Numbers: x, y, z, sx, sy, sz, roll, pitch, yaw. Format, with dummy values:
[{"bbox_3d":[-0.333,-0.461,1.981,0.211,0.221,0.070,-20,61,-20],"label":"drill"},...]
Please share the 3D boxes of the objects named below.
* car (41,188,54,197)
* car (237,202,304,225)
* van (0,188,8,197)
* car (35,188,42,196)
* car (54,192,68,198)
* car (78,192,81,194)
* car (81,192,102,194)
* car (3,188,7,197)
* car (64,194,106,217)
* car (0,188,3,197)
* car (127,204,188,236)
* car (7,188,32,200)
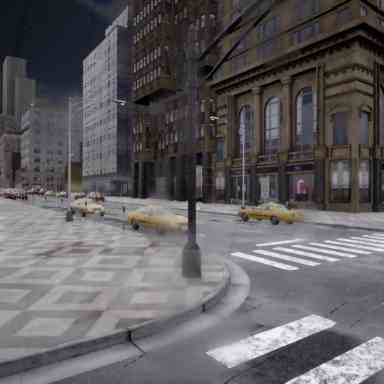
[{"bbox_3d":[-31.093,0.340,72.916,1.752,1.417,4.829,1,0,-35],"label":"car"},{"bbox_3d":[5.060,1.329,22.092,1.752,1.417,4.829,1,0,-35],"label":"car"},{"bbox_3d":[-41.221,0.030,72.454,1.690,1.788,3.998,1,0,-35],"label":"van"},{"bbox_3d":[-34.276,0.048,77.398,2.192,1.841,5.009,1,0,-35],"label":"car"},{"bbox_3d":[-24.423,0.571,63.537,1.802,1.307,4.206,1,0,-35],"label":"car"},{"bbox_3d":[-17.849,0.710,54.297,1.887,1.381,4.507,1,0,-35],"label":"car"},{"bbox_3d":[-14.559,0.696,49.676,1.967,1.590,4.097,1,0,-35],"label":"car"},{"bbox_3d":[-31.359,0.260,58.592,2.192,1.841,5.009,1,0,-35],"label":"car"},{"bbox_3d":[-8.257,1.105,26.108,1.752,1.417,4.829,2,0,-35],"label":"car"},{"bbox_3d":[-37.937,0.213,67.833,1.967,1.590,4.097,1,0,-35],"label":"car"},{"bbox_3d":[-1.684,1.291,16.866,1.752,1.417,4.829,2,0,-35],"label":"car"},{"bbox_3d":[-28.072,0.348,53.971,2.192,1.841,5.009,2,0,-35],"label":"car"}]
